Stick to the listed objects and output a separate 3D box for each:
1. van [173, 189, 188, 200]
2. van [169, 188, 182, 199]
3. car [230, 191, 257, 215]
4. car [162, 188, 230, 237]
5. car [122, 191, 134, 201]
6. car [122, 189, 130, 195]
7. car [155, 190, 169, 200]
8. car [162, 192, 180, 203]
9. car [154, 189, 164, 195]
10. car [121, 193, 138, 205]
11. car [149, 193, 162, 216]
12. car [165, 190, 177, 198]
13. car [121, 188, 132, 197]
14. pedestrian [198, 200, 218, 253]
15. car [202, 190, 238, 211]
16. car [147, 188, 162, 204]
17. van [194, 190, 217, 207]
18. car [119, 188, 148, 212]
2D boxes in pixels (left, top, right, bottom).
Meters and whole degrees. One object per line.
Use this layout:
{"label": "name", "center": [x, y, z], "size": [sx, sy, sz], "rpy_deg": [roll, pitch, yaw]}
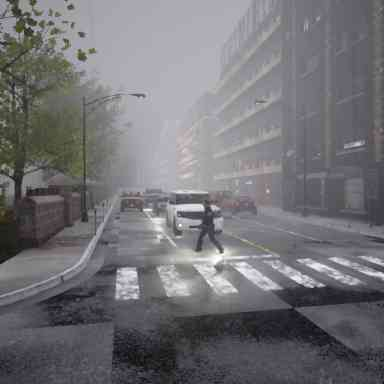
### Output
{"label": "van", "center": [-1.870, 0.366, 54.018], "size": [1.690, 1.788, 3.998], "rpy_deg": [1, 1, -12]}
{"label": "van", "center": [-2.991, 0.268, 59.425], "size": [1.690, 1.788, 3.998], "rpy_deg": [1, 1, -12]}
{"label": "car", "center": [3.734, 0.953, 26.981], "size": [1.967, 1.590, 4.097], "rpy_deg": [1, 1, -12]}
{"label": "car", "center": [-0.042, 0.930, 16.766], "size": [2.150, 2.045, 5.566], "rpy_deg": [0, 1, -10]}
{"label": "car", "center": [-10.044, 0.602, 52.154], "size": [1.752, 1.417, 4.829], "rpy_deg": [1, 1, -12]}
{"label": "car", "center": [-17.926, -0.043, 90.174], "size": [1.947, 1.339, 4.313], "rpy_deg": [1, 1, -12]}
{"label": "car", "center": [-5.095, 0.495, 56.241], "size": [1.837, 1.490, 4.892], "rpy_deg": [0, 1, -12]}
{"label": "car", "center": [-3.038, 0.765, 46.593], "size": [1.895, 1.301, 4.718], "rpy_deg": [0, 1, -11]}
{"label": "car", "center": [-8.600, 0.005, 86.466], "size": [1.947, 1.339, 4.313], "rpy_deg": [1, 1, -12]}
{"label": "car", "center": [-7.837, 0.834, 41.506], "size": [1.947, 1.339, 4.313], "rpy_deg": [1, 1, -12]}
{"label": "car", "center": [-2.137, 1.056, 26.714], "size": [1.812, 1.442, 4.674], "rpy_deg": [0, 1, -12]}
{"label": "car", "center": [-4.149, 0.352, 65.001], "size": [1.752, 1.417, 4.829], "rpy_deg": [1, 1, -12]}
{"label": "car", "center": [-14.559, -0.002, 73.948], "size": [2.192, 1.841, 5.009], "rpy_deg": [1, 1, -12]}
{"label": "pedestrian", "center": [0.525, 1.110, 10.915], "size": [0.375, 1.860, 0.375], "rpy_deg": [1, 0, -12]}
{"label": "car", "center": [2.614, 0.730, 32.386], "size": [2.192, 1.841, 5.009], "rpy_deg": [1, 1, -12]}
{"label": "car", "center": [-4.282, 0.563, 37.114], "size": [2.150, 2.045, 5.566], "rpy_deg": [0, 1, -11]}
{"label": "van", "center": [1.493, 0.659, 37.794], "size": [1.690, 1.788, 3.998], "rpy_deg": [1, 1, -12]}
{"label": "car", "center": [-5.590, 0.779, 30.687], "size": [2.192, 1.841, 5.009], "rpy_deg": [1, 1, -12]}
